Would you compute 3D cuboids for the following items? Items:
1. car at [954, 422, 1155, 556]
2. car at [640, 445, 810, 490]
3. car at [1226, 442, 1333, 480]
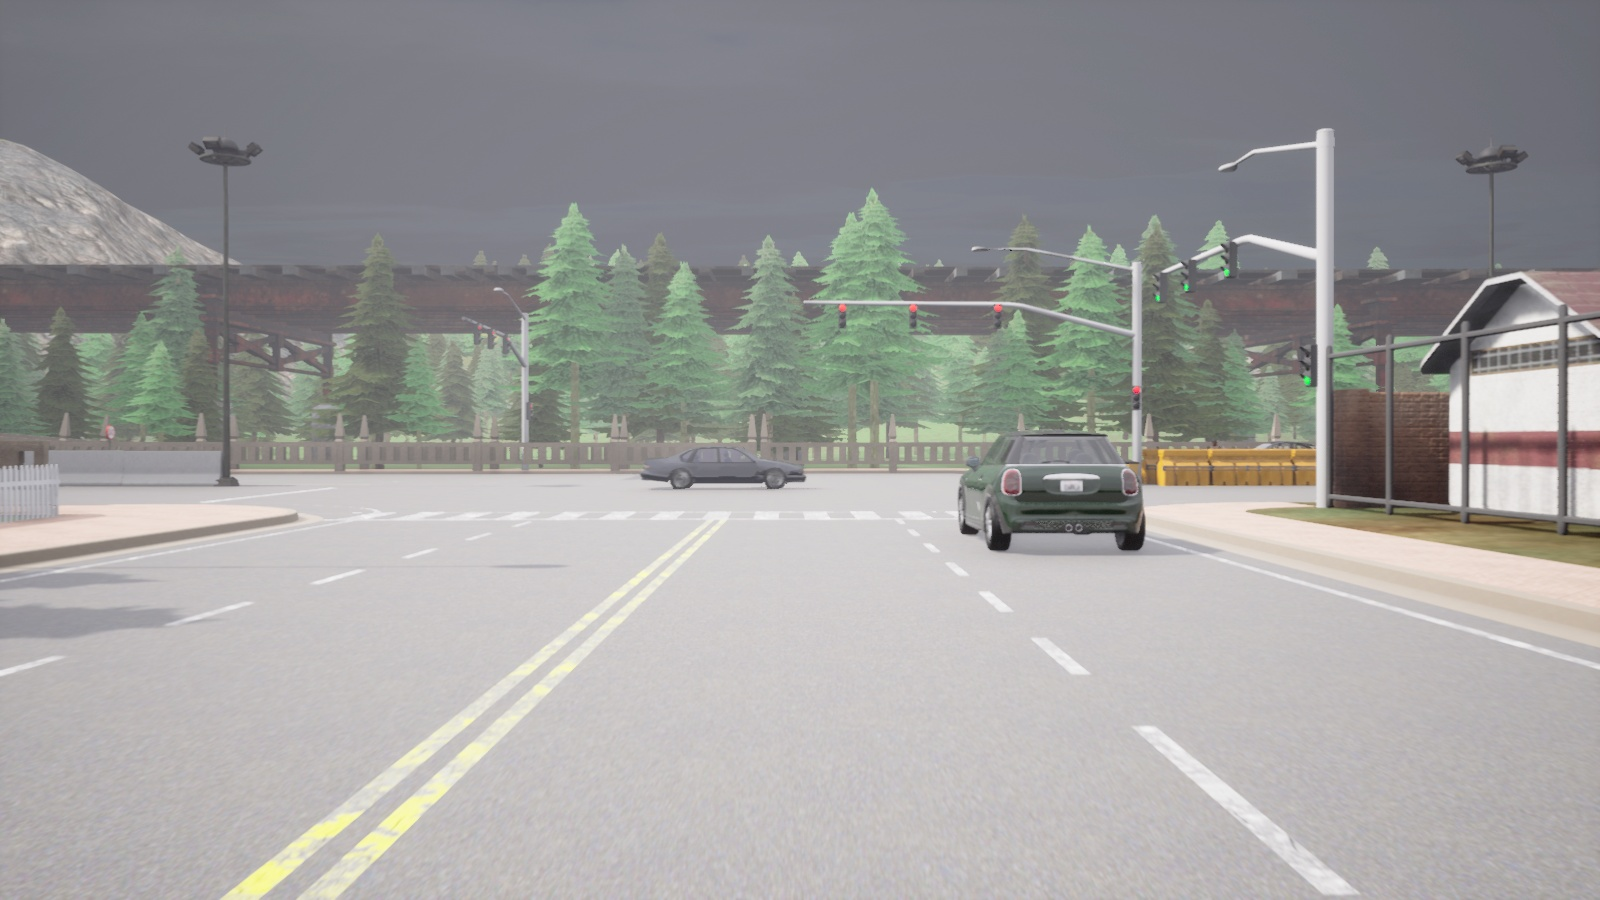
[{"bbox_3d":[3.623,0.502,18.782,2.097,1.767,4.553,0,0,0],"label":"car"},{"bbox_3d":[-2.388,0.563,40.585,5.357,1.411,2.033,0,0,-1],"label":"car"},{"bbox_3d":[19.672,0.450,51.646,3.705,1.549,1.789,0,0,-1],"label":"car"}]
